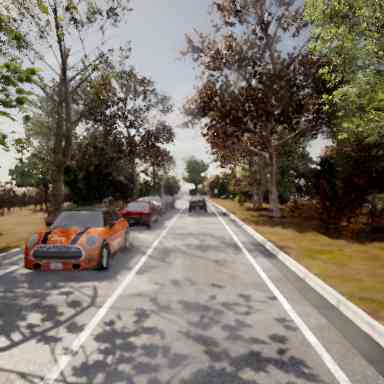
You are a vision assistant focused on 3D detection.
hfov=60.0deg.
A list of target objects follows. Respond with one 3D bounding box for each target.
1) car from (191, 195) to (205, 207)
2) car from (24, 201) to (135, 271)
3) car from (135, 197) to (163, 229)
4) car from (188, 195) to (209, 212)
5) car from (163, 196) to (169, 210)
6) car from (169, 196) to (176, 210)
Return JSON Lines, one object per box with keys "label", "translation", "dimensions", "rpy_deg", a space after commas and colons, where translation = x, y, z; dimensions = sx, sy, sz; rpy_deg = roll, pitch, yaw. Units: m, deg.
{"label": "car", "translation": [0.875, 1.257, 47.083], "dimensions": [1.837, 1.490, 4.892], "rpy_deg": [0, 0, 2]}
{"label": "car", "translation": [-3.422, 1.284, 10.717], "dimensions": [2.097, 1.767, 4.553], "rpy_deg": [0, 1, 1]}
{"label": "car", "translation": [-3.232, 1.308, 20.724], "dimensions": [1.882, 1.535, 5.008], "rpy_deg": [0, 1, 1]}
{"label": "car", "translation": [0.614, 1.246, 34.000], "dimensions": [1.837, 1.490, 4.892], "rpy_deg": [0, 1, 1]}
{"label": "car", "translation": [-3.051, 1.020, 25.580], "dimensions": [1.812, 1.442, 4.674], "rpy_deg": [0, 0, 1]}
{"label": "car", "translation": [-2.833, 1.244, 37.595], "dimensions": [1.837, 1.490, 4.892], "rpy_deg": [0, 0, 1]}
